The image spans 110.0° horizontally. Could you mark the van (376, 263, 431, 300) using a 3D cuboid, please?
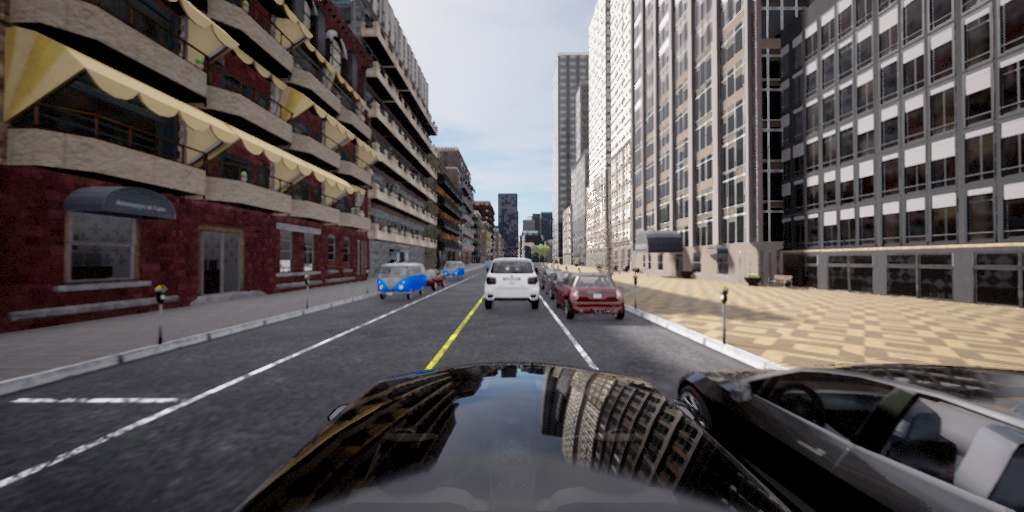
[{"bbox_3d":[-5.693,1.255,18.763,1.690,1.789,3.998,0,0,0],"label":"van"}]

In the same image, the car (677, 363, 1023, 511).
[{"bbox_3d":[2.692,1.320,2.196,1.948,1.339,4.313,0,0,0],"label":"car"}]

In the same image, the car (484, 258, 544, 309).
[{"bbox_3d":[-0.002,1.103,15.869,2.150,2.045,5.566,0,0,0],"label":"car"}]

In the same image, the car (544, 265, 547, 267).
[{"bbox_3d":[2.687,1.519,24.287,2.007,1.370,4.403,0,0,0],"label":"car"}]

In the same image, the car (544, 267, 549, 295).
[{"bbox_3d":[2.688,1.465,18.764,2.007,1.370,4.403,0,0,0],"label":"car"}]

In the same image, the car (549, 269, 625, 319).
[{"bbox_3d":[2.689,1.301,13.241,1.967,1.591,4.097,0,0,0],"label":"car"}]

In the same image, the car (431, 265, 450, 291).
[{"bbox_3d":[-5.694,1.514,24.285,1.888,1.381,4.507,0,0,0],"label":"car"}]

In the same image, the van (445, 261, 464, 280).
[{"bbox_3d":[-5.697,1.418,35.330,1.690,1.789,3.998,0,0,0],"label":"van"}]
